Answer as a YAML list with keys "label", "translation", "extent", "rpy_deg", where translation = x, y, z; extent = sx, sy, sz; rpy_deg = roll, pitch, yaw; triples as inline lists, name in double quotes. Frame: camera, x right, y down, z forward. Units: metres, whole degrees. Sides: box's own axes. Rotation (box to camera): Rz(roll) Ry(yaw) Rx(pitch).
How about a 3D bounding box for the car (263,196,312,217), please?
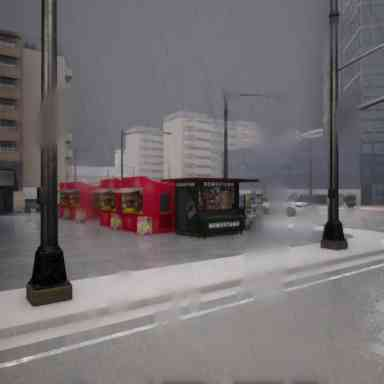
- label: "car"
  translation: [9.173, 1.388, 33.339]
  extent: [2.150, 2.045, 5.566]
  rpy_deg: [0, -1, -36]

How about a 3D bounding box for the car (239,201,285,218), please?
- label: "car"
  translation: [6.060, 1.773, 31.654]
  extent: [1.895, 1.301, 4.718]
  rpy_deg: [0, -1, -36]
